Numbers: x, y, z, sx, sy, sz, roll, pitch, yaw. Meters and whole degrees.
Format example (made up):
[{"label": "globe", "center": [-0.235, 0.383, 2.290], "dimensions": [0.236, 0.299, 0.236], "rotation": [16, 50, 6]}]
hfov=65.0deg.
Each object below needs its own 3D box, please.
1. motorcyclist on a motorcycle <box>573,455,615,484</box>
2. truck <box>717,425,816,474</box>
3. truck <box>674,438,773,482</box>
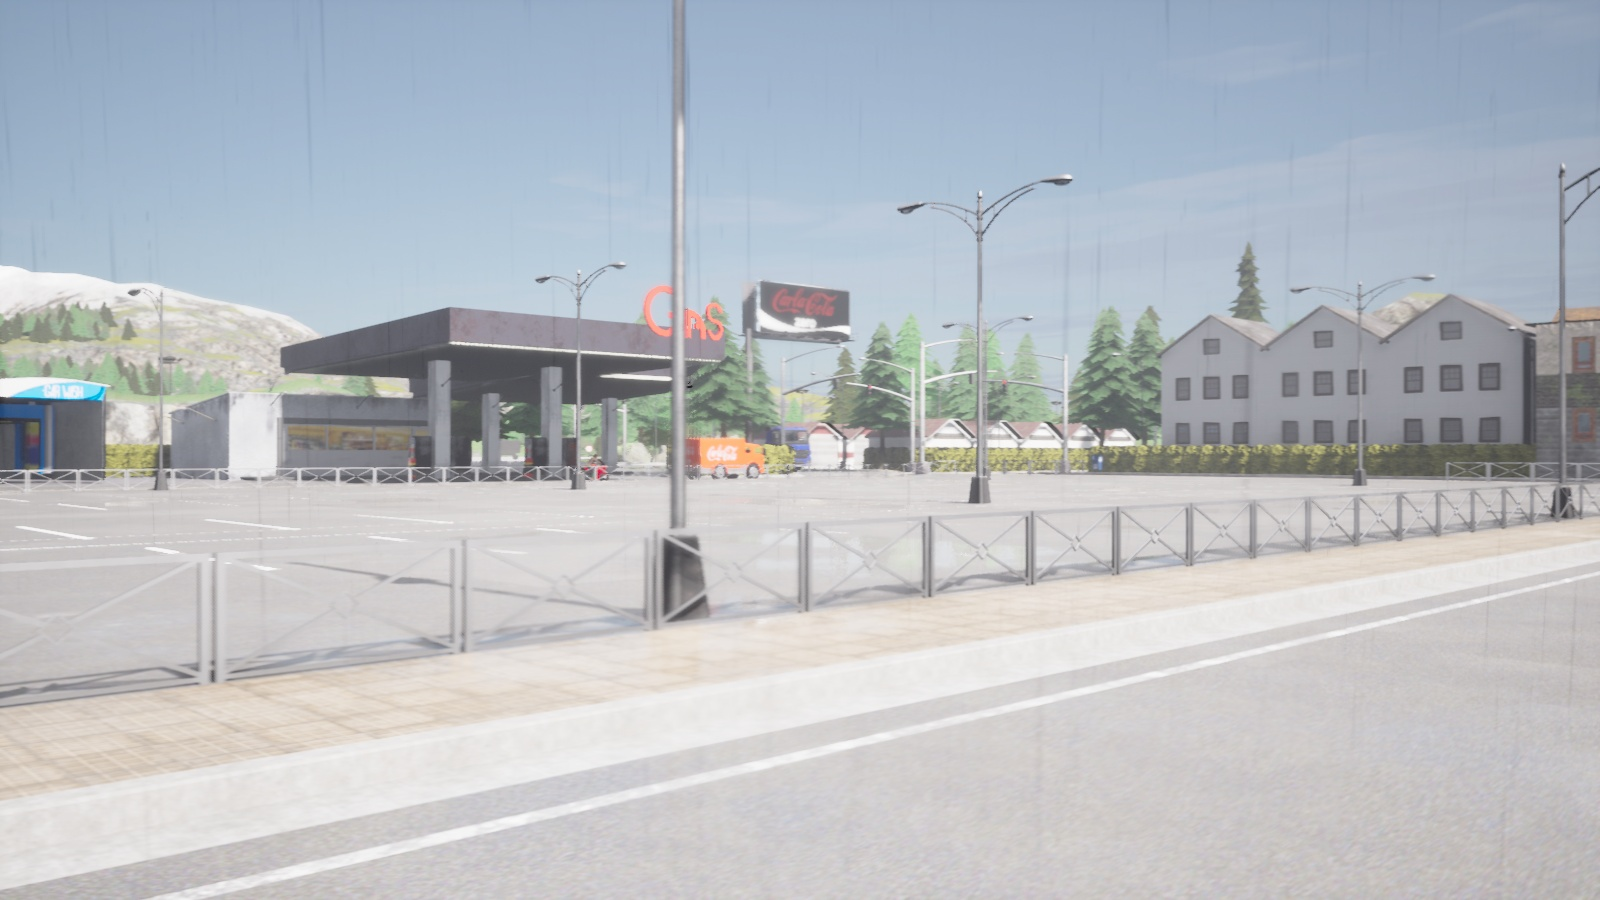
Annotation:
[{"label": "motorcyclist on a motorcycle", "center": [-10.870, 1.027, 66.323], "dimensions": [2.044, 1.523, 0.797], "rotation": [0, 0, -43]}, {"label": "truck", "center": [-2.634, 0.001, 95.780], "dimensions": [2.891, 3.462, 7.936], "rotation": [0, -1, -44]}, {"label": "truck", "center": [-4.385, 0.561, 72.444], "dimensions": [5.204, 2.467, 2.627], "rotation": [0, 0, -43]}]
